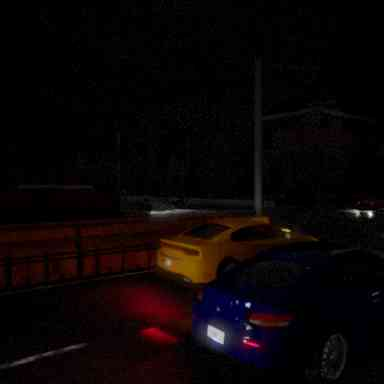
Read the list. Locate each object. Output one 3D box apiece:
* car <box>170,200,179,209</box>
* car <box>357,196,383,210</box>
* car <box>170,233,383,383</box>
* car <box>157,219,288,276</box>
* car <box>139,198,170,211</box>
[{"bbox_3d":[-3.645,1.599,44.982,1.895,1.301,4.718,0,0,-34],"label":"car"},{"bbox_3d":[22.840,1.347,41.830,4.553,1.767,2.097,0,0,-34],"label":"car"},{"bbox_3d":[2.158,1.525,5.285,4.674,1.442,1.812,0,0,-35],"label":"car"},{"bbox_3d":[1.457,1.477,9.124,5.008,1.535,1.882,0,0,-36],"label":"car"},{"bbox_3d":[-4.911,1.524,40.539,1.812,1.442,4.674,0,0,-33],"label":"car"}]
